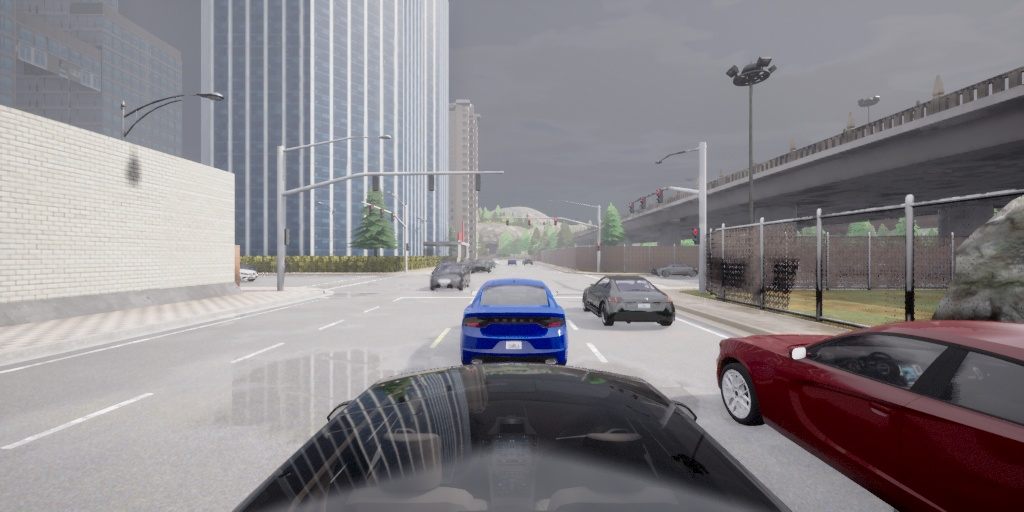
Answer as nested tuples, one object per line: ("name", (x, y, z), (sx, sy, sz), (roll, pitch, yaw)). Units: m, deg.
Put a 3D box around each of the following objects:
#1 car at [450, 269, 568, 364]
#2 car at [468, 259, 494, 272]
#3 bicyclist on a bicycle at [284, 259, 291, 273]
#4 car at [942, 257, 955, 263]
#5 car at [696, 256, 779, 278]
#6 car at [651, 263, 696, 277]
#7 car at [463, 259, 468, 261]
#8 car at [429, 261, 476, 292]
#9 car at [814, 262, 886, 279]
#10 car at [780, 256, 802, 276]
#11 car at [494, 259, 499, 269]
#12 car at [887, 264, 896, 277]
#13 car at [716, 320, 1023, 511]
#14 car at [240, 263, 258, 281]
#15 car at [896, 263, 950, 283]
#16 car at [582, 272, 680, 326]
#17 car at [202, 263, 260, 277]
("car", (0.054, 1.228, 8.019), (1.882, 1.535, 5.008), (0, 0, 1))
("car", (-3.590, 1.108, 42.820), (2.097, 1.767, 4.553), (0, 0, 0))
("bicyclist on a bicycle", (-25.294, 1.106, 40.146), (0.582, 1.620, 1.656), (0, 0, 0))
("car", (40.477, 1.027, 31.971), (5.566, 2.045, 2.150), (0, 0, 0))
("car", (20.000, 1.027, 31.949), (5.566, 2.045, 2.150), (0, 0, 0))
("car", (16.022, 1.369, 35.445), (4.181, 1.385, 1.994), (0, 0, 0))
("car", (-7.082, 1.254, 54.343), (1.837, 1.490, 4.892), (0, 0, 0))
("car", (-3.596, 1.260, 21.412), (2.128, 1.511, 4.902), (0, 0, 0))
("car", (29.769, 1.406, 31.967), (4.718, 1.301, 1.895), (0, 0, 0))
("car", (25.378, 1.027, 35.467), (5.566, 2.045, 2.150), (0, 0, -1))
("car", (-3.577, 1.297, 57.379), (2.033, 1.411, 5.357), (0, 0, 0))
("car", (35.557, 1.331, 35.466), (4.674, 1.442, 1.812), (0, 0, 0))
("car", (3.601, 1.228, 2.685), (1.882, 1.535, 5.008), (0, 0, 0))
("car", (-22.633, 1.331, 28.189), (4.674, 1.442, 1.812), (0, 0, 0))
("car", (33.864, 1.406, 28.277), (4.718, 1.301, 1.895), (0, 0, 0))
("car", (3.576, 1.314, 11.679), (1.994, 1.385, 4.181), (0, 0, 0))
("car", (-27.693, 1.369, 35.419), (4.181, 1.385, 1.994), (0, 0, -1))
